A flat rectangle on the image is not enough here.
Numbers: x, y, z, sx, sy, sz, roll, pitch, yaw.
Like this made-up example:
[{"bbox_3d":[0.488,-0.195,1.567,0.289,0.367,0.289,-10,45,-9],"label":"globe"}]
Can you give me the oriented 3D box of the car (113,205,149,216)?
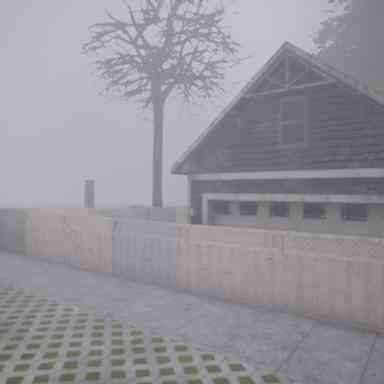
[{"bbox_3d":[-5.596,1.875,30.234,1.895,1.301,4.718,0,-1,35],"label":"car"}]
